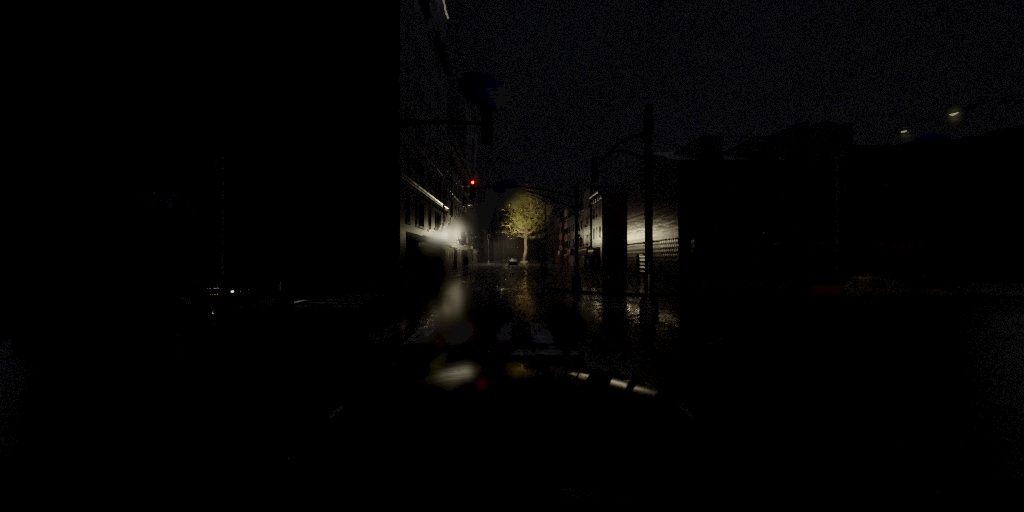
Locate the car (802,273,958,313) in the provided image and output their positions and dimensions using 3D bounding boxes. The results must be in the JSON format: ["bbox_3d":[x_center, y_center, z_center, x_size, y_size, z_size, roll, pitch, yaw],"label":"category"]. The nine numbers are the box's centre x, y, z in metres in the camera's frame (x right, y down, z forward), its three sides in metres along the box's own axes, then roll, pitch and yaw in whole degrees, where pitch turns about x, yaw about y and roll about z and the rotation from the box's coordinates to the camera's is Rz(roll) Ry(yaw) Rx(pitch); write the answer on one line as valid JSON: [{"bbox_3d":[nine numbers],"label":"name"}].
[{"bbox_3d":[13.904,1.346,13.654,4.829,1.417,1.751,0,0,0],"label":"car"}]

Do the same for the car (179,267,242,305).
[{"bbox_3d":[-13.757,1.178,14.542,4.892,1.490,1.837,0,0,0],"label":"car"}]
